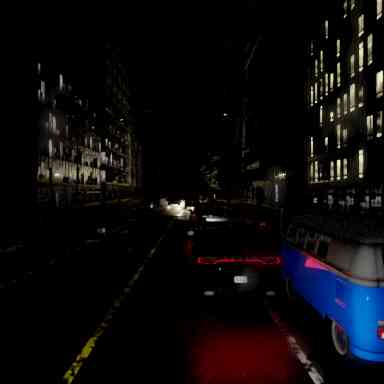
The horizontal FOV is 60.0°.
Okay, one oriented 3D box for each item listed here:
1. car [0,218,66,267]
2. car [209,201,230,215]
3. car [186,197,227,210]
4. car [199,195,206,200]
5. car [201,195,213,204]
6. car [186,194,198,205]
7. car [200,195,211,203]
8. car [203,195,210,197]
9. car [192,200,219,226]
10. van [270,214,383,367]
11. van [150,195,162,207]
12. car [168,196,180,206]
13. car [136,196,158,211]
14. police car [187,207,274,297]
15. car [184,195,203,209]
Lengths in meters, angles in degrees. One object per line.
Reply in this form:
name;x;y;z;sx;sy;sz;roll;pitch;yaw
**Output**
car;-5.677;1.582;11.343;1.802;1.307;4.206;0;0;0
car;2.730;1.581;34.100;1.802;1.307;4.206;0;0;0
car;0.873;1.351;18.622;2.097;1.767;4.553;0;0;0
car;2.796;1.462;91.025;1.887;1.381;4.507;0;0;0
car;2.763;1.410;62.563;1.967;1.590;4.097;0;0;0
car;0.068;1.327;59.392;2.097;1.767;4.553;0;0;0
car;2.769;1.401;68.255;1.967;1.590;4.097;0;0;0
car;2.743;1.544;45.485;2.008;1.369;4.403;0;0;0
car;0.929;1.455;24.850;1.801;1.575;5.366;0;0;0
van;2.698;1.341;5.639;1.690;1.788;3.998;0;0;0
van;-5.630;1.328;51.191;1.690;1.788;3.998;0;0;0
car;-2.937;1.460;54.614;1.882;1.535;5.008;0;0;0
car;-5.644;1.548;39.806;2.008;1.369;4.403;0;0;0
police car;0.911;1.425;8.769;1.930;1.638;5.238;0;0;0
car;0.060;1.345;45.440;2.097;1.767;4.553;0;0;0
